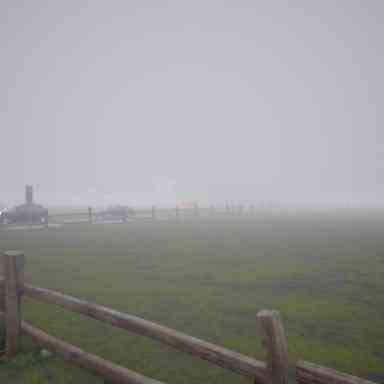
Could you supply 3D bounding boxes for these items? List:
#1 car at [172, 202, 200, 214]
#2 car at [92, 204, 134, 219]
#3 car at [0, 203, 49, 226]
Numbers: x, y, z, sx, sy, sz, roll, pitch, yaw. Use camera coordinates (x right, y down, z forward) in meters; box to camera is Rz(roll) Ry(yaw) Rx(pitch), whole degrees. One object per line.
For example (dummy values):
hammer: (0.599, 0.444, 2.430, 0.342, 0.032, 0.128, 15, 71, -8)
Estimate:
car: (-0.785, 2.170, 46.299, 2.097, 1.767, 4.553, -1, -2, 35)
car: (-8.380, 2.068, 35.601, 2.128, 1.511, 4.902, -1, -1, 35)
car: (-14.254, 1.747, 27.318, 2.097, 1.767, 4.553, -1, -2, 35)
